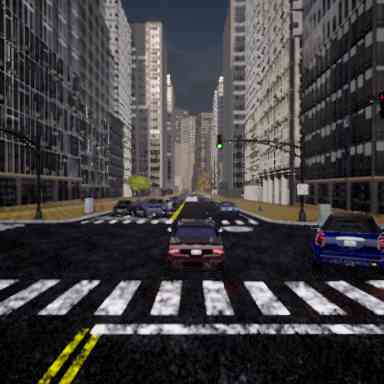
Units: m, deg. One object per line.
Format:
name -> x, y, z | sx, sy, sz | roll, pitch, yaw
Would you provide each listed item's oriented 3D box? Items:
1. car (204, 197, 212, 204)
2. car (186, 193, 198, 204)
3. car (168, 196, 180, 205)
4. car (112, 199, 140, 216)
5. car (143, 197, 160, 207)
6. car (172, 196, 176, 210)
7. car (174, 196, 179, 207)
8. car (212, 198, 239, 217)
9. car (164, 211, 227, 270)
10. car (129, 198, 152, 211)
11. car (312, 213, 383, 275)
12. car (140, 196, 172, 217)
car -> 3.230, 1.642, 64.305 | 1.895, 1.301, 4.718 | 0, 0, 0
car -> -0.020, 1.263, 63.417 | 2.150, 2.045, 5.566 | 0, 0, 0
car -> -3.270, 1.546, 60.228 | 1.837, 1.490, 4.892 | 0, 0, 0
car -> -6.605, 1.534, 33.086 | 1.837, 1.490, 4.892 | 0, 0, 0
car -> -6.518, 1.586, 53.636 | 2.033, 1.411, 5.357 | 0, 0, 0
car -> -3.338, 1.559, 40.173 | 1.812, 1.442, 4.674 | 0, 0, 0
car -> -3.266, 1.638, 50.148 | 1.895, 1.301, 4.718 | 0, 0, 0
car -> 3.344, 1.576, 31.730 | 2.033, 1.411, 5.357 | 0, 0, 0
car -> 0.109, 1.639, 11.454 | 2.033, 1.411, 5.357 | 1, 1, 0
car -> -6.574, 1.582, 42.965 | 2.033, 1.411, 5.357 | 0, 0, 0
car -> 5.355, 1.472, 11.172 | 2.097, 1.767, 4.553 | 1, 0, 26
car -> -3.331, 1.380, 31.253 | 2.097, 1.767, 4.553 | 0, 0, -1
